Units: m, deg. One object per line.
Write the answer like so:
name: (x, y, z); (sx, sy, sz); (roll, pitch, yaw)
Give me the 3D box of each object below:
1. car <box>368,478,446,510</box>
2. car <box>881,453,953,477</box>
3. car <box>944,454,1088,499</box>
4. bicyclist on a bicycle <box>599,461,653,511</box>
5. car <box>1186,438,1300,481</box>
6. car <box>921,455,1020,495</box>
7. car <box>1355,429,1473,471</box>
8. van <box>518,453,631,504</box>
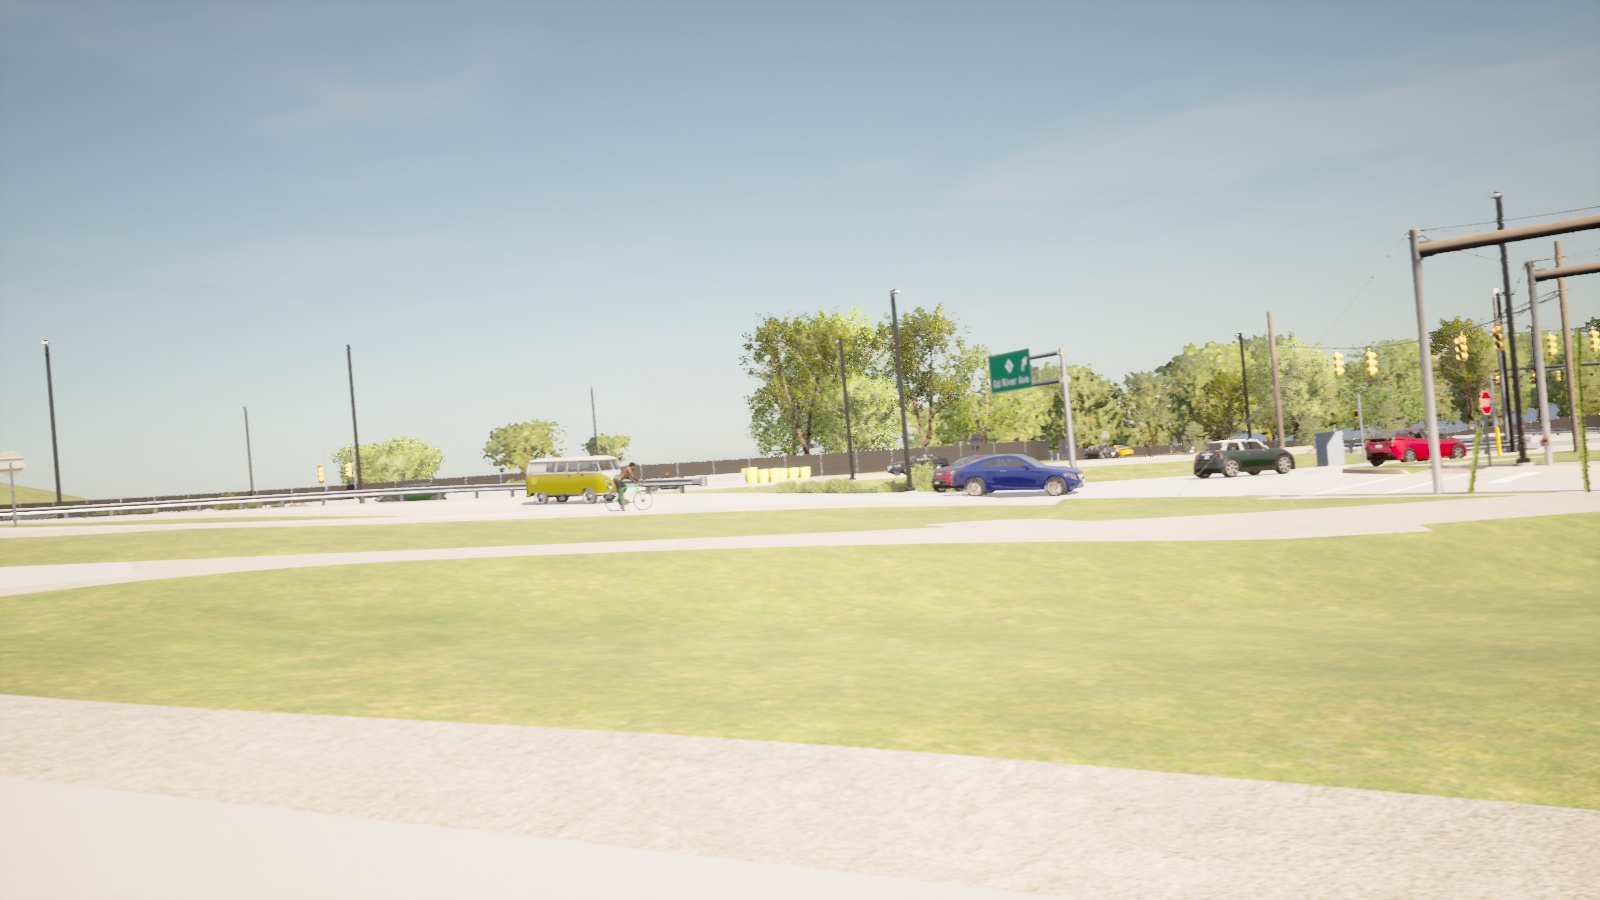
car: (-25.352, 2.832, 80.975); (4.553, 1.767, 2.097); (-3, -1, -23)
car: (8.857, 1.150, 95.301); (4.902, 1.511, 2.128); (-3, -1, -23)
car: (7.583, 0.921, 44.104); (4.674, 1.442, 1.812); (-1, 2, 24)
bicyclist on a bicycle: (-5.784, 1.191, 41.688); (1.656, 1.620, 0.582); (-1, -2, -23)
car: (17.530, 0.397, 49.737); (3.806, 1.475, 1.970); (-3, -1, -21)
car: (7.067, 1.040, 52.057); (3.633, 1.501, 1.845); (-2, -2, -29)
car: (26.094, 0.004, 53.384); (4.514, 1.525, 2.007); (-2, -1, -24)
van: (-9.526, 1.206, 53.015); (4.442, 1.987, 1.775); (-2, 1, 28)
